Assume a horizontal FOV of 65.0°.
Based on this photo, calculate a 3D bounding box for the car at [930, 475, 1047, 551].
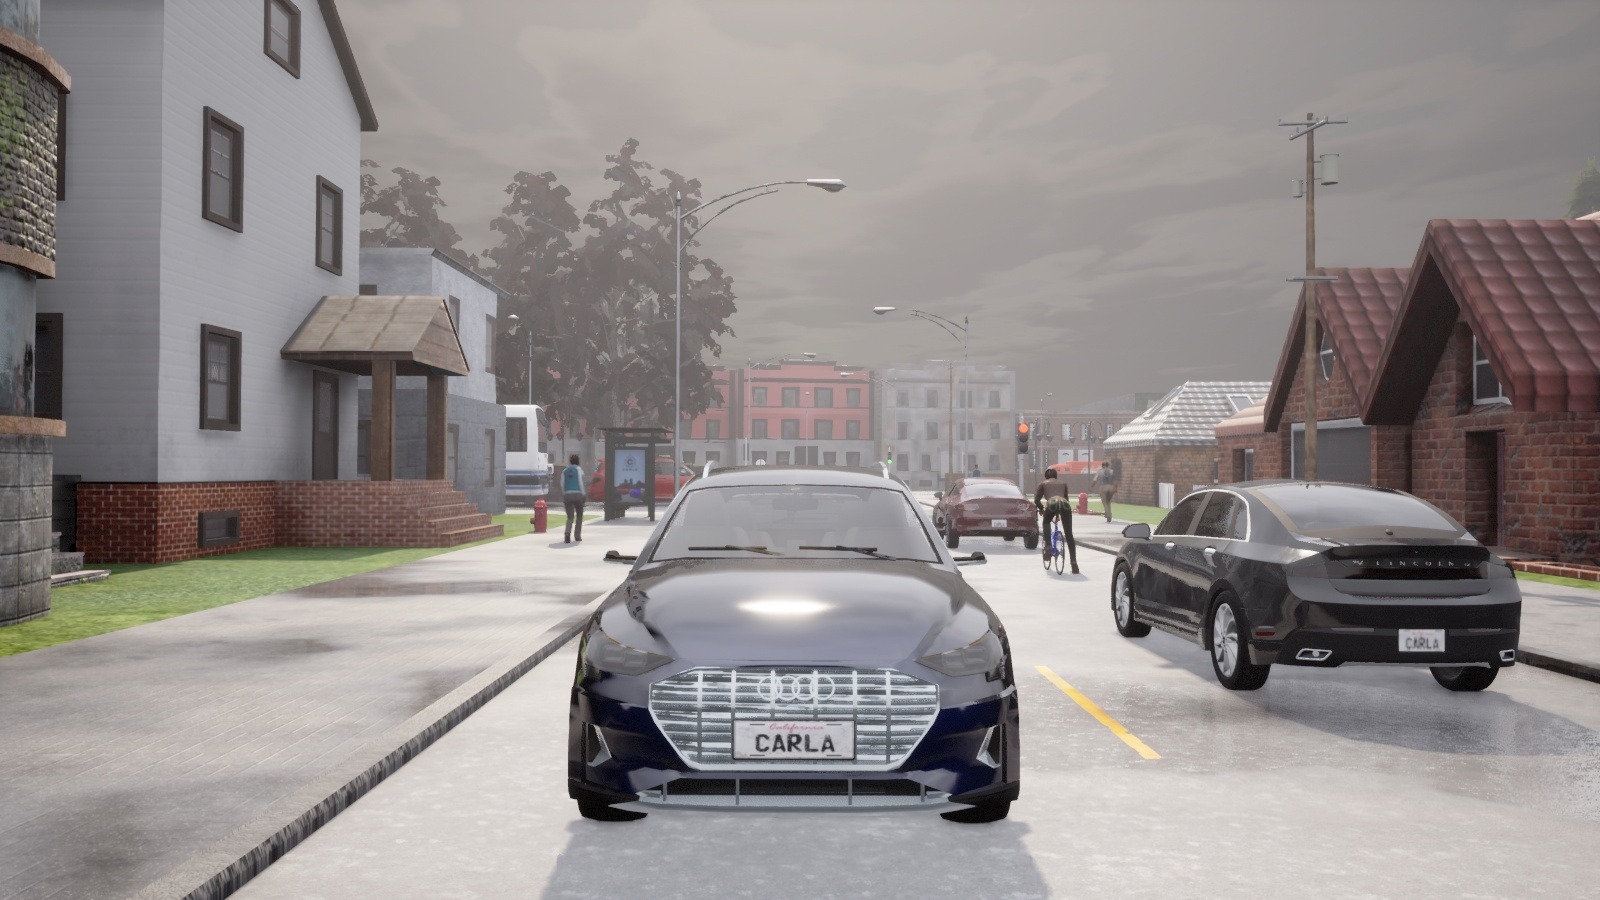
[{"bbox_3d":[3.920,1.274,26.825,1.812,1.442,4.674,0,-1,1],"label":"car"}]

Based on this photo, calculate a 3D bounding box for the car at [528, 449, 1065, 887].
[{"bbox_3d":[-0.020,0.865,7.198,2.033,1.649,4.856,0,-1,0],"label":"car"}]

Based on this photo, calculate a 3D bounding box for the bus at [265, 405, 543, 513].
[{"bbox_3d":[-16.065,0.369,51.740,10.273,4.253,3.944,0,-1,-4],"label":"bus"}]

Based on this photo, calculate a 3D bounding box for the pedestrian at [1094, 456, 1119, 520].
[{"bbox_3d":[8.961,1.103,36.701,0.540,1.848,0.694,0,-1,-2],"label":"pedestrian"}]

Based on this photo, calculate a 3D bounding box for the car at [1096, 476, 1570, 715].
[{"bbox_3d":[3.973,0.979,10.446,1.837,1.490,4.892,0,-1,0],"label":"car"}]

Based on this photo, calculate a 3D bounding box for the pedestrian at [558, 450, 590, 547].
[{"bbox_3d":[-4.524,0.964,25.153,0.396,1.930,0.692,0,-1,10],"label":"pedestrian"}]

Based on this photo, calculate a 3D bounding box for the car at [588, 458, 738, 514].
[{"bbox_3d":[-5.172,1.355,47.793,5.566,2.045,2.150,0,-1,-5],"label":"car"}]

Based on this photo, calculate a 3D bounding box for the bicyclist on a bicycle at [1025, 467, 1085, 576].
[{"bbox_3d":[3.948,1.079,19.545,0.582,1.620,1.656,0,-1,0],"label":"bicyclist on a bicycle"}]
